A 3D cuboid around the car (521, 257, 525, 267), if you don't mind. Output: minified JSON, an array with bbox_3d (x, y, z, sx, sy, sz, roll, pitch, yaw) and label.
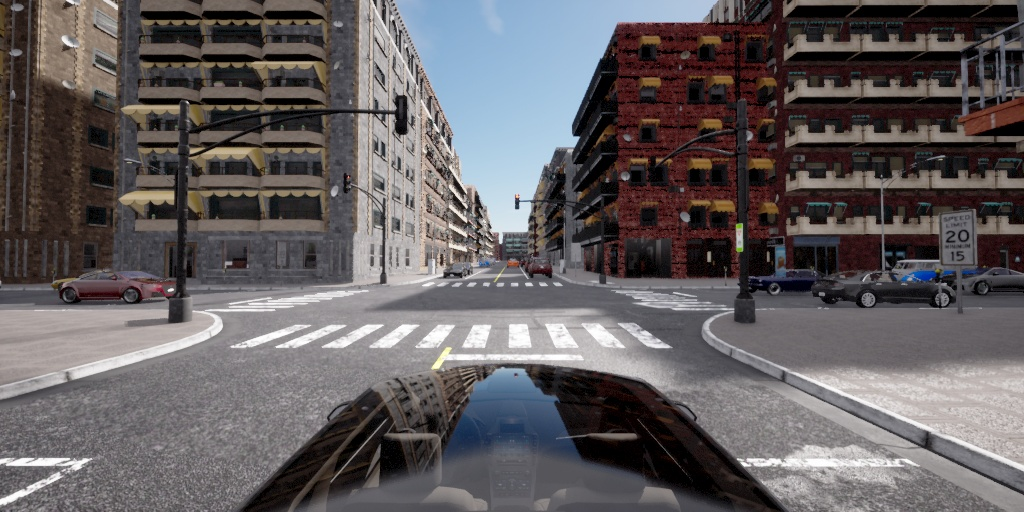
[{"bbox_3d":[2.628,1.086,44.812,2.192,1.841,5.009,0,0,0],"label":"car"}]

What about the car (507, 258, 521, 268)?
[{"bbox_3d":[0.186,1.176,63.723,2.097,1.767,4.553,0,0,0],"label":"car"}]

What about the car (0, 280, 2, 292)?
[{"bbox_3d":[-26.676,1.027,16.022,5.566,2.045,2.150,0,-1,0],"label":"car"}]

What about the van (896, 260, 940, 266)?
[{"bbox_3d":[24.931,1.115,21.216,3.998,1.789,1.690,0,0,0],"label":"van"}]

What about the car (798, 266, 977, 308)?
[{"bbox_3d":[13.762,1.185,13.380,4.403,1.370,2.007,0,0,0],"label":"car"}]

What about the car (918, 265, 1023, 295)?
[{"bbox_3d":[24.582,1.287,18.768,4.181,1.385,1.994,0,-1,0],"label":"car"}]

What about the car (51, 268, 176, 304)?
[{"bbox_3d":[-17.187,1.339,15.978,4.181,1.385,1.994,0,-1,0],"label":"car"}]

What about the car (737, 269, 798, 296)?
[{"bbox_3d":[14.576,1.347,18.804,4.718,1.301,1.895,0,-1,-2],"label":"car"}]

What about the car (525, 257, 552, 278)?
[{"bbox_3d":[2.612,1.076,33.689,2.192,1.841,5.009,0,0,0],"label":"car"}]

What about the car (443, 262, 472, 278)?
[{"bbox_3d":[-5.269,1.328,33.655,1.948,1.339,4.313,0,0,0],"label":"car"}]
